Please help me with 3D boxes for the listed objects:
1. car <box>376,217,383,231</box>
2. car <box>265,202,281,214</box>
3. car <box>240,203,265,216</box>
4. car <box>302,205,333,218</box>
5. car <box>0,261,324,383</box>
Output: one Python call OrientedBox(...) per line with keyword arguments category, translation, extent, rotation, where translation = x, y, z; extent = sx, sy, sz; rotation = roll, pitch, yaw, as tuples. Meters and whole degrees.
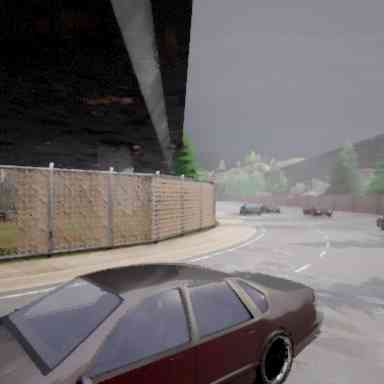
OrientedBox(category="car", translation=(13.310, 1.884, 20.712), extent=(2.033, 1.411, 5.357), rotation=(0, -1, 11))
OrientedBox(category="car", translation=(10.282, 2.132, 43.729), extent=(1.837, 1.490, 4.892), rotation=(0, -1, -1))
OrientedBox(category="car", translation=(6.866, 2.081, 39.438), extent=(1.812, 1.442, 4.674), rotation=(0, -1, -1))
OrientedBox(category="car", translation=(14.054, 2.165, 37.668), extent=(1.895, 1.301, 4.718), rotation=(0, -1, -1))
OrientedBox(category="car", translation=(-0.588, 1.596, 3.715), extent=(5.357, 1.411, 2.033), rotation=(1, -1, -40))
